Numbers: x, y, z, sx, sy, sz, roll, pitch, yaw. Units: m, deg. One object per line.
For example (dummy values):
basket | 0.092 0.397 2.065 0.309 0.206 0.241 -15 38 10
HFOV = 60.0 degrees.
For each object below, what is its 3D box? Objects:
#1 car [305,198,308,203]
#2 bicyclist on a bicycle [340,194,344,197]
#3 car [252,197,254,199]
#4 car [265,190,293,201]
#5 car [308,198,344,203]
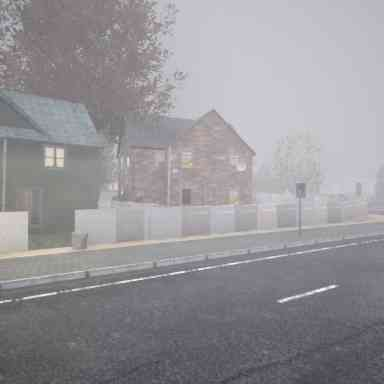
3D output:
car | 15.084 1.149 46.405 2.033 1.411 5.357 1 0 -20
bicyclist on a bicycle | 19.397 1.035 43.116 1.656 1.620 0.582 1 0 -20
car | 8.499 0.911 56.009 2.033 1.411 5.357 1 0 -19
car | 12.131 0.752 45.961 2.150 2.045 5.566 1 0 -20
car | 15.538 1.177 36.542 2.128 1.511 4.902 1 0 -20
